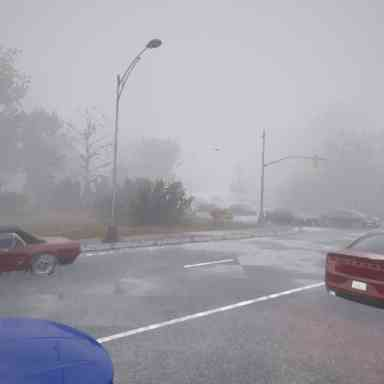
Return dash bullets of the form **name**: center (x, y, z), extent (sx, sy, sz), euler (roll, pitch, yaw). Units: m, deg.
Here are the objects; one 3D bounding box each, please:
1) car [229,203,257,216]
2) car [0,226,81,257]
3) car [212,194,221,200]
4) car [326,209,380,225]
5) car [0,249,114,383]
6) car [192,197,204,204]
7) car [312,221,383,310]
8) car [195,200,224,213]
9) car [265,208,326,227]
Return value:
- **car**: center (6.341, 2.163, 41.730), extent (1.837, 1.490, 4.892), euler (3, 0, -20)
- **car**: center (-5.502, 1.600, 8.626), extent (4.718, 1.301, 1.895), euler (0, 0, -35)
- **car**: center (5.839, 1.109, 79.176), extent (2.033, 1.411, 5.357), euler (2, 2, -1)
- **car**: center (12.905, 2.208, 27.246), extent (1.837, 1.490, 4.892), euler (3, -2, -27)
- **car**: center (-2.863, 1.478, 1.699), extent (5.008, 1.535, 1.882), euler (0, 0, -36)
- **car**: center (1.215, 1.645, 59.535), extent (2.033, 1.411, 5.357), euler (2, 2, -11)
- **car**: center (4.992, 1.555, 7.347), extent (5.008, 1.535, 1.882), euler (1, -1, -35)
- **car**: center (2.418, 2.083, 42.256), extent (1.895, 1.301, 4.718), euler (3, 0, -19)
- **car**: center (8.278, 2.101, 27.937), extent (2.033, 1.411, 5.357), euler (3, -2, -22)
